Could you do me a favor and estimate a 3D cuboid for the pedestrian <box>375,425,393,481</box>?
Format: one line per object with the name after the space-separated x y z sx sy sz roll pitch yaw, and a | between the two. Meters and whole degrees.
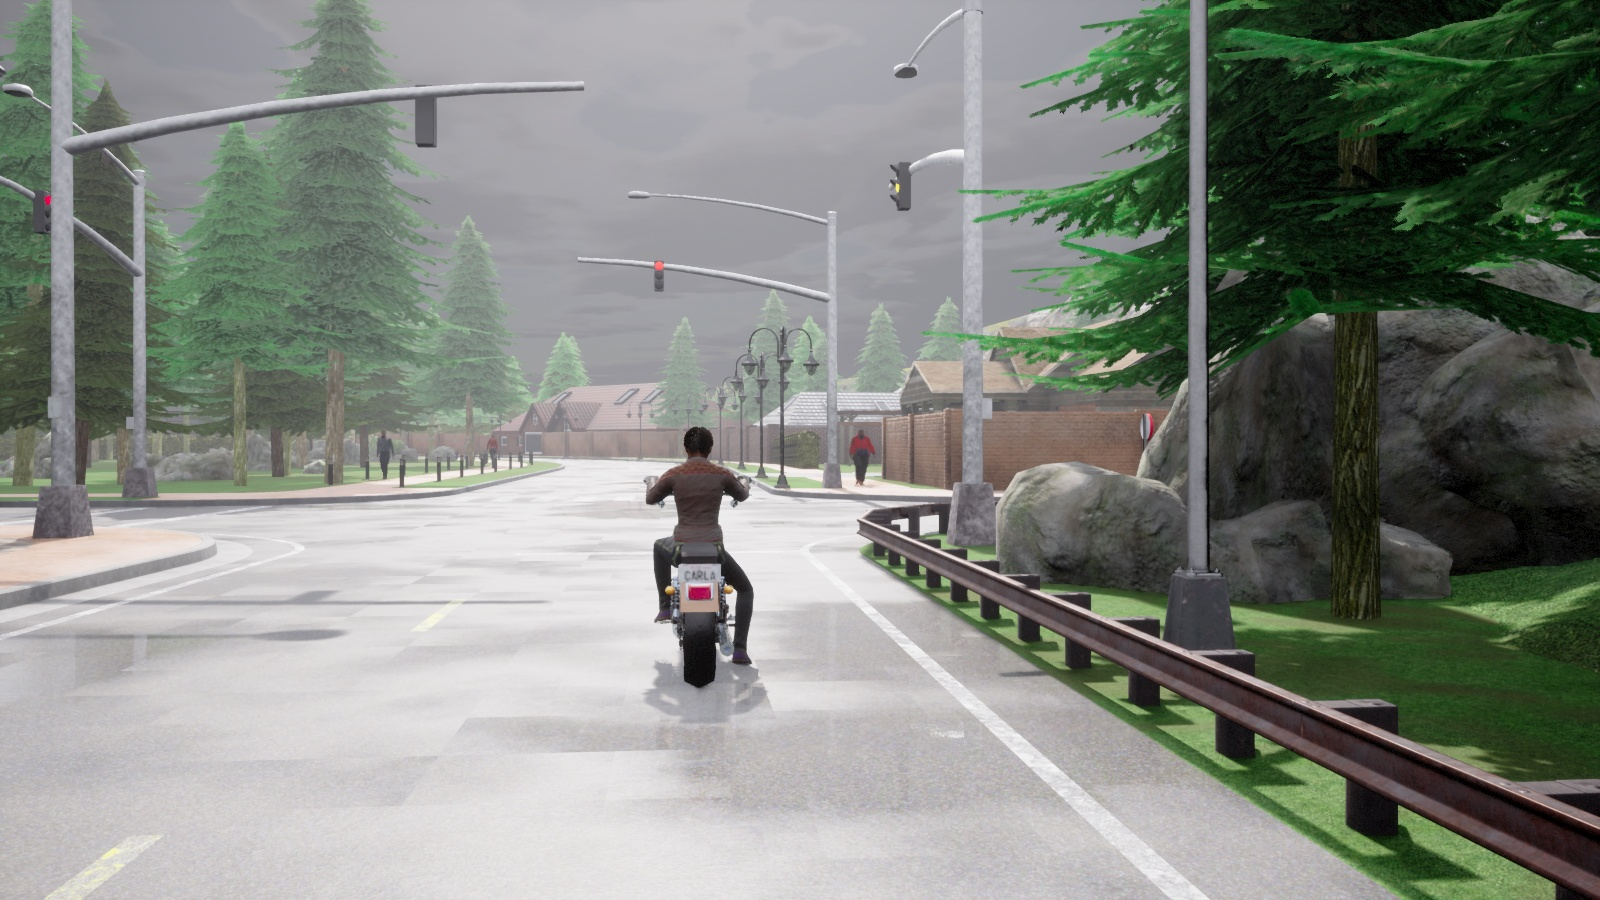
-14.688 0.110 44.368 0.423 1.949 0.788 0 0 -6 | pedestrian

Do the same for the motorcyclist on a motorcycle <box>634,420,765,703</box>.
-0.693 0.648 8.534 0.766 1.649 2.350 0 0 -5 | motorcyclist on a motorcycle

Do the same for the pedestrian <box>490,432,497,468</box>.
-15.911 -0.009 65.190 0.331 1.846 0.636 0 0 -9 | pedestrian

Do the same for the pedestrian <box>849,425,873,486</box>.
1.885 0.165 38.716 0.634 1.844 0.899 0 0 -5 | pedestrian
